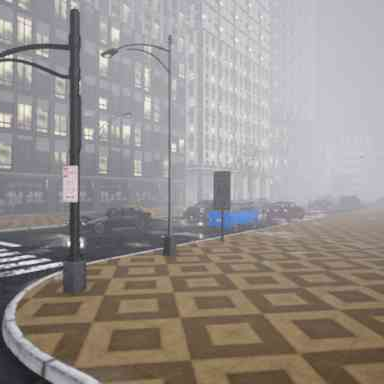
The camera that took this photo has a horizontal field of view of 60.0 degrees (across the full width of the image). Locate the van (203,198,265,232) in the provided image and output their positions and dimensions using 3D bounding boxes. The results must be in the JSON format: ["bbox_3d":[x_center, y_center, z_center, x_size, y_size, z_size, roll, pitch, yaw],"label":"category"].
[{"bbox_3d":[2.642,1.372,20.235,1.690,1.788,3.998,0,0,38],"label":"van"}]

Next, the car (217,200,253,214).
[{"bbox_3d":[4.750,1.578,36.081,1.887,1.381,4.507,0,0,38],"label":"car"}]

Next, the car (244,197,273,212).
[{"bbox_3d":[8.142,1.478,40.491,1.967,1.590,4.097,0,0,38],"label":"car"}]

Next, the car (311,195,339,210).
[{"bbox_3d":[16.997,1.541,43.120,2.128,1.511,4.902,0,0,38],"label":"car"}]

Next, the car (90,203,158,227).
[{"bbox_3d":[-4.749,1.547,23.947,1.752,1.417,4.829,0,0,38],"label":"car"}]

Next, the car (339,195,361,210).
[{"bbox_3d":[21.173,1.371,44.505,2.192,1.841,5.009,0,0,38],"label":"car"}]

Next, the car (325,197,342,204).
[{"bbox_3d":[28.498,1.630,66.949,2.008,1.369,4.403,0,0,38],"label":"car"}]

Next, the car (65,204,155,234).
[{"bbox_3d":[-4.682,1.570,19.778,2.033,1.411,5.357,0,0,38],"label":"car"}]

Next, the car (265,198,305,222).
[{"bbox_3d":[7.602,1.476,26.865,1.967,1.590,4.097,0,0,38],"label":"car"}]

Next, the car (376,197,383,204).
[{"bbox_3d":[38.135,1.661,66.552,1.947,1.339,4.313,0,0,38],"label":"car"}]

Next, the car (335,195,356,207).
[{"bbox_3d":[24.410,1.417,52.756,2.097,1.767,4.553,0,0,37],"label":"car"}]

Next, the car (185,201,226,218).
[{"bbox_3d":[1.357,1.611,31.671,1.802,1.307,4.206,0,0,38],"label":"car"}]

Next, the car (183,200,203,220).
[{"bbox_3d":[1.294,1.381,27.538,2.097,1.767,4.553,0,0,38],"label":"car"}]

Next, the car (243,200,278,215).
[{"bbox_3d":[7.344,1.600,35.389,1.994,1.385,4.181,0,0,38],"label":"car"}]
